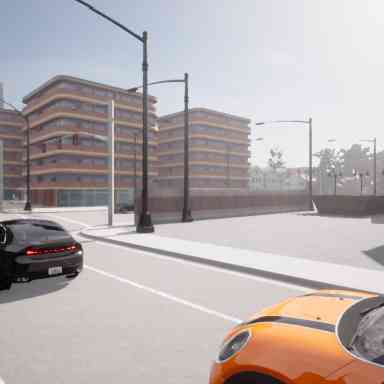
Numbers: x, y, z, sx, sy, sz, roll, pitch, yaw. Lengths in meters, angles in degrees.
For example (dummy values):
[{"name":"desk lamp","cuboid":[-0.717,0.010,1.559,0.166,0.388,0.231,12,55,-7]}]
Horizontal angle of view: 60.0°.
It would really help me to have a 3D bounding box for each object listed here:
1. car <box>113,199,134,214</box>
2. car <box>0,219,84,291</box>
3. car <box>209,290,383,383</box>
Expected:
[{"name":"car","cuboid":[-6.306,1.489,34.996,4.902,1.511,2.128,0,0,-44]},{"name":"car","cuboid":[-4.708,1.505,9.187,1.837,1.490,4.892,0,0,-43]},{"name":"car","cuboid":[2.302,1.352,2.314,4.553,1.767,2.097,0,0,40]}]
